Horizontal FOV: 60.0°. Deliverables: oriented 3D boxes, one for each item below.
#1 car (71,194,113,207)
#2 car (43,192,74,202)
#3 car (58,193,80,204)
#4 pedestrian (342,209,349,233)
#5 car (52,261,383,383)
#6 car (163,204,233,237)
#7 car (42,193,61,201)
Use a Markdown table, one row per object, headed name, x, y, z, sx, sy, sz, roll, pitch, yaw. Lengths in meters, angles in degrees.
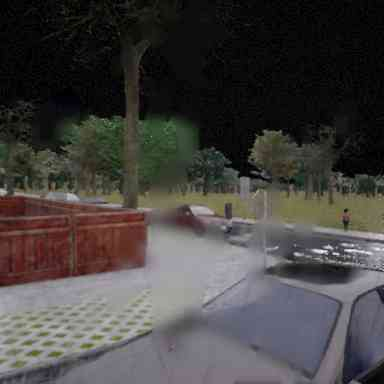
| name | x | y | z | sx | sy | sz | roll | pitch | yaw |
| --- | --- | --- | --- | --- | --- | --- | --- | --- | --- |
| car | -9.015 | 1.192 | 30.536 | 2.033 | 1.411 | 5.357 | 0 | 1 | -36 |
| car | -16.550 | 0.794 | 41.008 | 2.097 | 1.767 | 4.553 | 0 | 1 | -35 |
| car | -17.658 | 0.884 | 47.501 | 1.812 | 1.442 | 4.674 | 0 | 1 | -36 |
| pedestrian | 7.906 | 1.131 | 17.132 | 0.375 | 1.860 | 0.375 | 1 | -1 | -36 |
| car | 1.350 | 1.572 | 3.605 | 5.357 | 1.411 | 2.033 | 1 | 0 | -38 |
| car | 0.162 | 1.415 | 17.838 | 1.812 | 1.442 | 4.674 | 0 | 1 | -36 |
| car | -23.536 | 0.797 | 55.618 | 1.895 | 1.301 | 4.718 | 0 | 1 | -36 |
